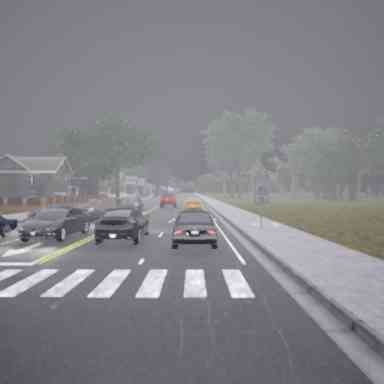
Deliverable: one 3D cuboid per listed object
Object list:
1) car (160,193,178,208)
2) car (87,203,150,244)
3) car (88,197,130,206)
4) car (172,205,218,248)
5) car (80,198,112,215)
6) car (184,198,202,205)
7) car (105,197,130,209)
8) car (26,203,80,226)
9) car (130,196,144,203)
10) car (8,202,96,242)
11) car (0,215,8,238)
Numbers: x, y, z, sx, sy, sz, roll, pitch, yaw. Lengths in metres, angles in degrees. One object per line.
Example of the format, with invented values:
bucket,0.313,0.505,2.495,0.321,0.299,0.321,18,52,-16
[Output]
car,-3.230,1.122,46.375,2.150,2.045,5.566,0,0,0
car,-3.142,1.475,15.608,1.837,1.490,4.892,0,0,0
car,-6.575,1.299,26.168,2.097,1.767,4.553,0,0,0
car,0.106,1.520,14.603,2.033,1.411,5.357,0,0,0
car,-9.783,1.434,34.157,1.837,1.490,4.892,0,0,1
car,0.118,1.397,38.094,1.882,1.535,5.008,0,0,0
car,-9.787,1.453,44.218,2.033,1.411,5.357,0,0,0
car,-9.839,1.552,23.961,1.895,1.301,4.718,0,0,0
car,-6.522,1.276,36.106,2.097,1.767,4.553,0,0,1
car,-6.554,1.474,16.308,1.837,1.490,4.892,0,0,2
car,-9.841,1.573,14.792,1.895,1.301,4.718,0,0,0
